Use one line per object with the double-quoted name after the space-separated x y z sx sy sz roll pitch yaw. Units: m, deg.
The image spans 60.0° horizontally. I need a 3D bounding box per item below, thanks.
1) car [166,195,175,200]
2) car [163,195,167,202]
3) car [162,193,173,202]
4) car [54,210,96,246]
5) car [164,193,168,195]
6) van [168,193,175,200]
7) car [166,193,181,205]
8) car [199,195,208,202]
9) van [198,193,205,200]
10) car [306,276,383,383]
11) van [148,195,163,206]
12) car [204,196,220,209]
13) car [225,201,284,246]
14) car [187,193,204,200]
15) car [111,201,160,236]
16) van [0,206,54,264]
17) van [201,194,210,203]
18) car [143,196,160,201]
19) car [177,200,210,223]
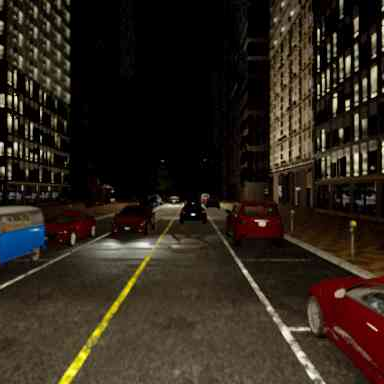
-5.701 1.464 88.790 1.887 1.381 4.507 0 0 0 "car"
-5.697 1.536 54.782 1.947 1.339 4.313 0 0 0 "car"
-5.700 1.251 77.455 2.192 1.841 5.009 0 0 0 "car"
-5.693 1.539 15.103 1.887 1.381 4.507 0 0 0 "car"
-5.699 1.511 71.787 1.947 1.339 4.313 0 0 0 "car"
-5.702 1.251 94.459 1.690 1.788 3.998 0 0 0 "van"
-3.058 1.456 59.008 2.128 1.511 4.902 0 0 0 "car"
2.681 1.482 77.456 1.887 1.381 4.507 0 0 0 "car"
2.679 1.251 94.460 1.690 1.788 3.998 0 0 0 "van"
2.690 1.581 3.767 1.802 1.307 4.206 0 0 0 "car"
-5.697 1.317 49.112 1.690 1.788 3.998 0 0 0 "van"
2.684 1.524 43.445 1.887 1.381 4.507 0 0 0 "car"
2.688 1.310 15.103 2.192 1.841 5.009 0 0 0 "car"
0.096 1.331 41.604 2.097 1.767 4.553 0 0 0 "car"
-3.102 1.471 18.389 1.882 1.535 5.008 0 0 0 "car"
-5.692 1.338 9.435 1.690 1.788 3.998 0 0 0 "van"
2.682 1.295 66.120 1.690 1.788 3.998 0 0 0 "van"
-5.696 1.545 43.444 1.947 1.339 4.313 0 0 0 "car"
0.097 1.553 25.407 1.994 1.385 4.181 0 0 0 "car"
